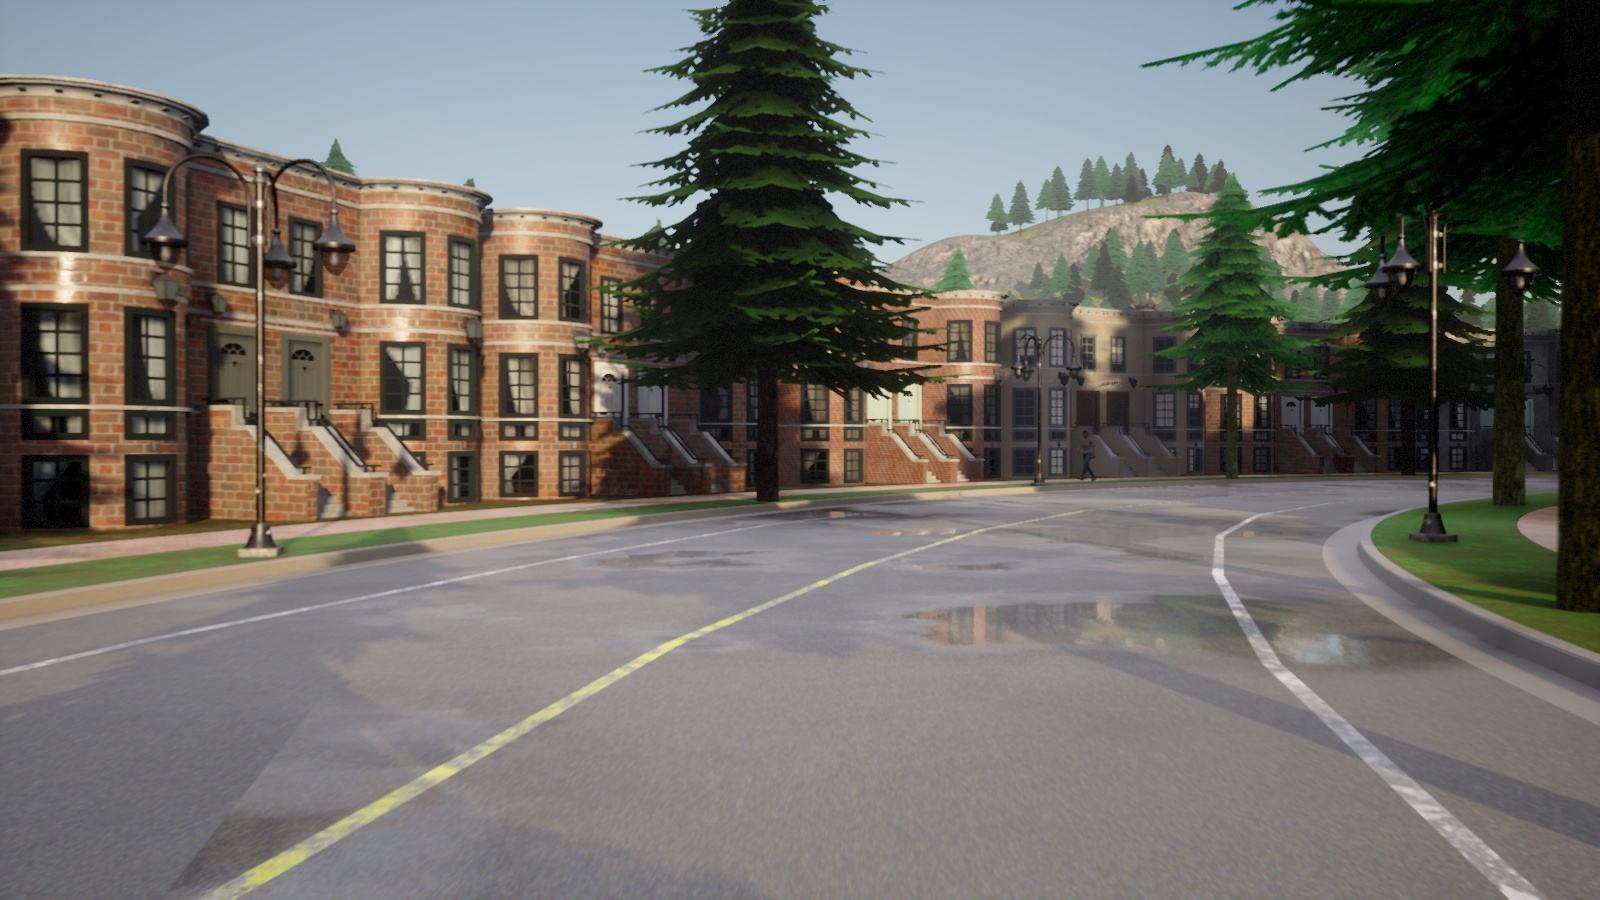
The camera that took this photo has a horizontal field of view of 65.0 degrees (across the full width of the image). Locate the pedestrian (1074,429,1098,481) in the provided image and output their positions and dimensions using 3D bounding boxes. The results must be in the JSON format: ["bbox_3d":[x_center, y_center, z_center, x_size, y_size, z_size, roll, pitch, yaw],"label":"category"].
[{"bbox_3d":[9.879,0.171,43.372,0.869,1.805,0.328,0,0,-37],"label":"pedestrian"}]
